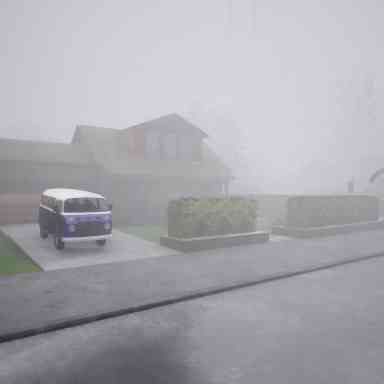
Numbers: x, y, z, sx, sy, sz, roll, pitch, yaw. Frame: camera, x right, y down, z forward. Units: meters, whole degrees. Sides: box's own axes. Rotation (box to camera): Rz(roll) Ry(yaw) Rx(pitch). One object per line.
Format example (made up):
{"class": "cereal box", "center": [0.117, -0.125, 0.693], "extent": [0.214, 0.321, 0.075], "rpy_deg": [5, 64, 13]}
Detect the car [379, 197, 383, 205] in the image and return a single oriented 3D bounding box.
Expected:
{"class": "car", "center": [24.678, 0.985, 41.429], "extent": [3.866, 1.878, 1.905], "rpy_deg": [0, 0, 0]}
